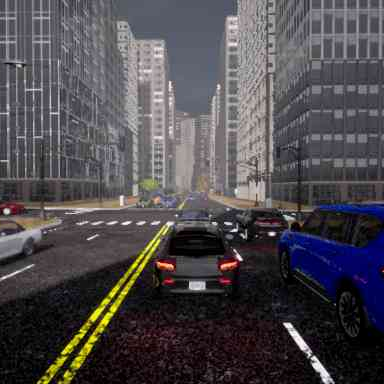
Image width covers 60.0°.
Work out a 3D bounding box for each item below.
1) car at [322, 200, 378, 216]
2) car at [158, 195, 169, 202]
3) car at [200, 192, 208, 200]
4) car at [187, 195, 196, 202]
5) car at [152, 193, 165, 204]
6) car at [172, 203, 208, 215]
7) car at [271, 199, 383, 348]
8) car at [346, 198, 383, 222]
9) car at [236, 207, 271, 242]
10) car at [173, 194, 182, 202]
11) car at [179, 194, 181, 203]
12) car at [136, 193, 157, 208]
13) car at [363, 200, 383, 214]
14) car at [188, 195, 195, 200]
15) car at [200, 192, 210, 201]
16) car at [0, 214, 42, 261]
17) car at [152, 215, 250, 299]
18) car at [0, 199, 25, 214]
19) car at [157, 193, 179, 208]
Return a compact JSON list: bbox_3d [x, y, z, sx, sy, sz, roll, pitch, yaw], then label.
[{"bbox_3d":[16.193,1.616,34.201,4.892,1.490,1.837,0,1,0],"label":"car"},{"bbox_3d":[-6.574,1.471,76.500,2.033,1.411,5.357,0,0,0],"label":"car"},{"bbox_3d":[3.164,0.968,89.640,2.150,2.045,5.566,0,0,0],"label":"car"},{"bbox_3d":[-0.069,1.475,73.826,2.033,1.411,5.357,0,0,0],"label":"car"},{"bbox_3d":[-6.594,1.166,66.020,2.150,2.045,5.566,0,0,1],"label":"car"},{"bbox_3d":[0.085,1.538,17.564,2.033,1.411,5.357,0,0,0],"label":"car"},{"bbox_3d":[3.347,1.218,6.434,2.150,2.045,5.566,0,0,0],"label":"car"},{"bbox_3d":[16.174,1.520,28.416,5.009,1.841,2.192,1,0,1],"label":"car"},{"bbox_3d":[3.335,1.496,16.294,1.837,1.490,4.892,0,0,0],"label":"car"},{"bbox_3d":[-3.325,1.285,77.398,2.097,1.767,4.553,0,0,0],"label":"car"},{"bbox_3d":[-3.390,1.503,57.374,2.033,1.411,5.357,0,0,0],"label":"car"},{"bbox_3d":[-6.673,1.318,47.853,2.097,1.767,4.553,0,0,1],"label":"car"},{"bbox_3d":[21.774,1.643,36.707,4.829,1.417,1.752,1,0,1],"label":"car"},{"bbox_3d":[-0.087,1.461,90.723,1.994,1.385,4.181,0,0,0],"label":"car"},{"bbox_3d":[3.174,1.443,79.610,1.812,1.442,4.674,0,0,0],"label":"car"},{"bbox_3d":[-6.589,1.596,10.276,1.895,1.301,4.718,0,0,0],"label":"car"},{"bbox_3d":[0.091,1.522,8.290,1.812,1.442,4.674,0,0,0],"label":"car"},{"bbox_3d":[-18.548,1.330,31.531,5.008,1.535,1.882,1,1,1],"label":"car"},{"bbox_3d":[-3.391,1.318,47.902,2.097,1.767,4.553,0,0,0],"label":"car"}]
